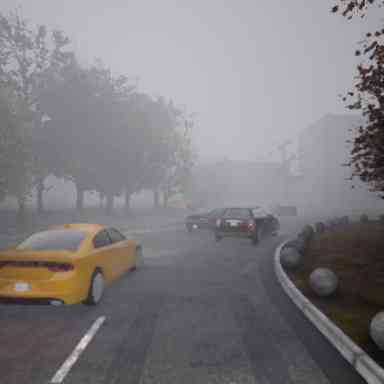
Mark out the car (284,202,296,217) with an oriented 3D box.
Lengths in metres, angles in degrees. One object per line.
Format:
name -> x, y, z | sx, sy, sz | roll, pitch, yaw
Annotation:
car -> 9.381, 1.806, 35.108 | 1.882, 1.535, 5.008 | 1, -1, -2

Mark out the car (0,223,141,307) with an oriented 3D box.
car -> -2.650, 1.501, 8.132 | 1.882, 1.535, 5.008 | 0, -1, 6

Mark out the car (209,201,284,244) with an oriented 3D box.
car -> 2.903, 1.465, 16.829 | 2.097, 1.767, 4.553 | 0, 0, 29

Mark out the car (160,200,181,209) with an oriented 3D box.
car -> -2.900, 2.018, 53.649 | 5.008, 1.535, 1.882 | 0, -1, 31

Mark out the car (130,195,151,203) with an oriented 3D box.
car -> -12.852, 2.257, 84.526 | 4.792, 1.488, 2.163 | 0, 0, -15

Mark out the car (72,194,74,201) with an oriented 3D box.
car -> -34.884, 2.043, 89.064 | 4.553, 1.767, 2.185 | 0, 0, -15

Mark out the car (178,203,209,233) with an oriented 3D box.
car -> 1.412, 1.658, 20.414 | 1.837, 1.490, 4.892 | 0, 0, 31

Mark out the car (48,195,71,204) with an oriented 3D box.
car -> -32.730, 2.031, 81.074 | 4.553, 1.767, 2.185 | 0, 0, -15

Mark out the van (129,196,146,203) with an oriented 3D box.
van -> -15.102, 2.026, 92.562 | 4.442, 1.987, 1.878 | 0, 0, -15

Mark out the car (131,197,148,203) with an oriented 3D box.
car -> -14.204, 2.121, 89.792 | 4.553, 1.767, 2.185 | 0, 0, -15

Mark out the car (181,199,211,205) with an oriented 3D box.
car -> 1.105, 1.814, 46.820 | 2.097, 1.767, 4.553 | 1, -1, -41
